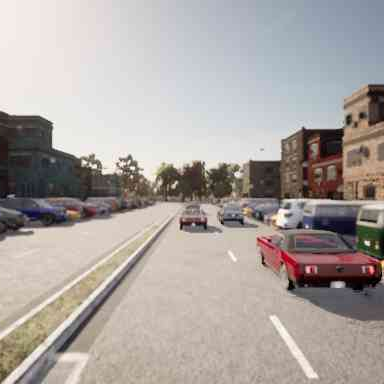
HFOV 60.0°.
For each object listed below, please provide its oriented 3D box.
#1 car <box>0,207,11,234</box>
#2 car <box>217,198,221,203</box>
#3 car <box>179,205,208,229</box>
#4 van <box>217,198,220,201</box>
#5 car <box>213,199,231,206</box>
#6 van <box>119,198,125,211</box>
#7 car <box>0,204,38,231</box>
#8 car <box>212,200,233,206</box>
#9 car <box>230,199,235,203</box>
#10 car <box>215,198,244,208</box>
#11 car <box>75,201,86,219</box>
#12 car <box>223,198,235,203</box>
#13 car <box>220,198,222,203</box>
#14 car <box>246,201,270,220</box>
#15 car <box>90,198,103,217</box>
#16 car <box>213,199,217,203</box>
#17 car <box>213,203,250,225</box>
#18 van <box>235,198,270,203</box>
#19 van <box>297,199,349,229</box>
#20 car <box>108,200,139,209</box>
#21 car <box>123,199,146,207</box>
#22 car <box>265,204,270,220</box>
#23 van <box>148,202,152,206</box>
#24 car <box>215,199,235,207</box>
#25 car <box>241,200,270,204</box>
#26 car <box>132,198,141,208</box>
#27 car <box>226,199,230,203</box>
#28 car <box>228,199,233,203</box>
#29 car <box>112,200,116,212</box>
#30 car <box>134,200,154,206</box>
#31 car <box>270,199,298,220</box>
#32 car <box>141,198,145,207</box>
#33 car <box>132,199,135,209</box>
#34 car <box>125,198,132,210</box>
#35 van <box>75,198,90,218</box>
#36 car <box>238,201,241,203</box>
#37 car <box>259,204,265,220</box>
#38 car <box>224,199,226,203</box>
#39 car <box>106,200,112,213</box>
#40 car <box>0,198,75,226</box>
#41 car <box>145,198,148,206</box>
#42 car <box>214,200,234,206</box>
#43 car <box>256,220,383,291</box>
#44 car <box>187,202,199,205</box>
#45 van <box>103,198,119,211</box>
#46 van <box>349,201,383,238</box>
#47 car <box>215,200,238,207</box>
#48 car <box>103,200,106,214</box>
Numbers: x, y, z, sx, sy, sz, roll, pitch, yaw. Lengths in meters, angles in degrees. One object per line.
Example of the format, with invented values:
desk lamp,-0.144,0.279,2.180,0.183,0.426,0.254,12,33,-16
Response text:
car,-12.568,1.691,17.538,4.674,1.452,2.002,0,-1,0
car,7.631,2.322,60.232,5.008,1.535,2.097,0,-1,0
car,0.094,1.876,24.020,1.895,1.301,4.718,0,-1,0
van,7.508,2.146,62.993,4.442,1.987,1.878,0,-1,0
car,7.588,2.626,85.054,4.553,1.767,2.185,0,-1,0
van,-12.437,1.876,48.105,4.442,1.987,1.878,0,-1,0
car,-12.563,1.687,20.317,4.892,1.521,2.231,0,-1,0
car,7.626,2.712,82.290,5.008,1.535,2.097,0,-1,0
car,7.624,1.998,40.936,4.892,1.521,2.231,0,-1,0
car,7.652,2.223,68.508,5.566,2.045,2.435,0,-1,0
car,-12.379,1.796,28.652,5.366,1.575,1.946,0,-1,0
car,7.596,2.050,51.963,4.553,1.767,2.185,0,-1,0
car,7.657,2.146,57.477,4.553,1.767,2.185,0,-1,0
car,7.626,1.836,29.909,4.892,1.521,2.231,0,-1,0
car,-12.533,1.628,34.212,5.566,2.045,2.435,0,-1,0
car,7.439,2.420,65.746,5.366,1.575,1.946,0,-1,0
car,3.093,1.868,27.461,2.033,1.411,5.357,0,-1,0
van,7.513,1.727,38.058,4.442,1.987,1.878,0,-1,0
van,7.752,1.432,16.126,4.442,1.987,1.878,0,-1,0
car,-12.732,2.350,61.996,5.366,1.575,1.946,0,-1,0
car,-12.571,2.440,73.113,4.553,1.767,2.185,0,-1,0
car,7.640,1.725,21.637,5.008,1.535,2.097,0,-1,0
van,-12.421,2.439,78.550,4.442,1.987,1.878,0,-1,0
car,7.590,2.498,76.780,4.553,1.767,2.185,0,-1,0
car,7.817,1.871,32.664,5.366,1.575,1.946,0,-1,0
car,-12.519,2.048,59.097,5.566,2.045,2.435,0,-1,0
car,7.622,2.085,46.448,4.892,1.521,2.231,0,-1,0
car,7.623,2.041,43.692,4.892,1.521,2.231,0,-1,0
car,-12.555,2.048,42.420,4.674,1.452,2.002,0,-1,0
car,-12.503,2.811,86.888,4.792,1.488,2.163,0,-1,0
car,7.664,1.439,18.884,5.566,2.045,2.435,0,-1,0
car,-12.574,2.155,64.780,5.566,2.045,2.435,0,-1,0
car,-12.546,2.289,56.373,4.674,1.452,2.002,0,-1,0
car,-12.581,1.900,50.886,5.566,2.045,2.435,0,-1,0
van,-12.447,1.613,31.435,4.442,1.987,1.878,0,-1,0
car,7.629,1.953,35.422,4.674,1.452,2.002,0,-1,0
car,7.636,1.800,24.394,4.674,1.452,2.002,0,-1,0
car,7.622,2.131,49.205,4.892,1.521,2.231,0,-1,0
car,-12.529,1.995,39.766,4.792,1.488,2.163,0,-1,0
car,-12.538,1.508,25.878,5.566,2.045,2.435,0,-1,0
car,-12.537,2.510,70.207,5.008,1.535,2.097,0,-1,0
car,7.618,2.708,79.534,4.674,1.452,2.002,0,-1,0
car,3.091,1.700,9.267,1.895,1.301,4.718,0,-1,0
car,0.090,2.031,41.577,1.837,1.490,4.892,0,-1,0
van,-12.672,1.830,45.329,4.442,1.987,1.878,0,-1,0
van,7.754,1.367,10.614,4.442,1.987,1.878,0,-1,0
car,7.628,2.577,74.016,4.892,1.521,2.231,0,-1,0
car,-12.554,1.924,36.989,4.892,1.521,2.231,0,-1,0
